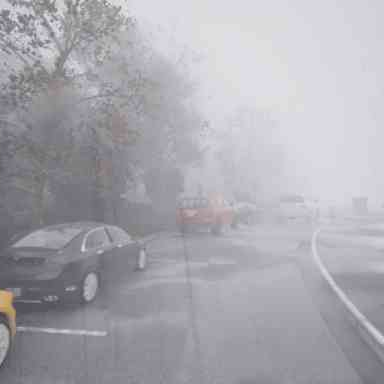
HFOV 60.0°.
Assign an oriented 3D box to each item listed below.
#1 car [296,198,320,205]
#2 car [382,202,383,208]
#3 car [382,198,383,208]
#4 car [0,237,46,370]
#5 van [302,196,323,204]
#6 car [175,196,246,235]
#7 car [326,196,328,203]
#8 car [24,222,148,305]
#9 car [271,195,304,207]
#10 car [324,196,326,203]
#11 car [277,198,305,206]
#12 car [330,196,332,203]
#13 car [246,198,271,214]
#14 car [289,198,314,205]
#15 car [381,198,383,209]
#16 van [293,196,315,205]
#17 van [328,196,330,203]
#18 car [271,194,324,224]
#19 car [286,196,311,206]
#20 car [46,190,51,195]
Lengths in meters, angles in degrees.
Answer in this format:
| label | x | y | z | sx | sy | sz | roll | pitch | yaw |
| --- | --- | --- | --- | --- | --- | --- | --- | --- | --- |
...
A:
| label | x | y | z | sx | sy | sz | roll | pitch | yaw |
| --- | --- | --- | --- | --- | --- | --- | --- | --- | --- |
| car | 26.420 | 2.079 | 76.075 | 4.892 | 1.521 | 2.231 | -1 | -1 | 11 |
| car | 25.166 | 1.507 | 39.217 | 4.892 | 1.521 | 2.231 | 0 | -1 | 11 |
| car | 31.360 | 1.633 | 49.262 | 5.366 | 1.575 | 1.946 | 0 | -1 | 11 |
| car | -3.415 | 1.481 | 2.485 | 2.097 | 1.535 | 5.008 | 0 | 0 | 4 |
| van | 29.311 | 1.929 | 81.161 | 4.442 | 1.987 | 1.878 | -1 | -1 | 11 |
| car | 1.009 | 1.220 | 19.015 | 2.435 | 2.045 | 5.566 | -1 | 0 | 24 |
| car | 30.940 | 2.231 | 83.659 | 4.674 | 1.452 | 2.002 | -1 | -1 | 11 |
| car | -2.596 | 1.487 | 8.167 | 2.231 | 1.521 | 4.892 | 0 | 0 | 12 |
| car | 17.390 | 1.628 | 60.912 | 5.566 | 2.045 | 2.435 | -1 | -2 | 11 |
| car | 28.104 | 2.108 | 78.575 | 5.366 | 1.575 | 1.946 | -1 | -2 | 11 |
| car | 18.844 | 1.942 | 63.438 | 4.792 | 1.488 | 2.163 | -1 | -1 | 11 |
| car | 33.953 | 2.314 | 88.724 | 4.674 | 1.452 | 2.002 | -1 | -2 | 11 |
| car | 7.996 | 1.533 | 40.802 | 1.837 | 1.490 | 4.892 | 5 | -2 | -43 |
| car | 23.369 | 2.040 | 71.026 | 4.792 | 1.488 | 2.163 | -1 | -1 | 11 |
| car | 28.177 | 1.571 | 44.247 | 4.892 | 1.521 | 2.231 | 0 | 0 | 11 |
| van | 24.788 | 1.820 | 73.571 | 4.442 | 1.987 | 1.878 | -1 | -1 | 11 |
| van | 32.558 | 2.005 | 86.182 | 4.442 | 1.987 | 1.878 | -1 | -2 | 11 |
| car | 7.732 | 1.146 | 24.027 | 2.150 | 2.045 | 5.566 | -1 | 0 | 30 |
| car | 21.917 | 1.850 | 68.491 | 4.553 | 1.767 | 2.185 | -1 | -1 | 11 |
| car | -22.989 | -0.039 | 57.544 | 4.718 | 1.301 | 1.895 | 3 | 0 | 33 |
